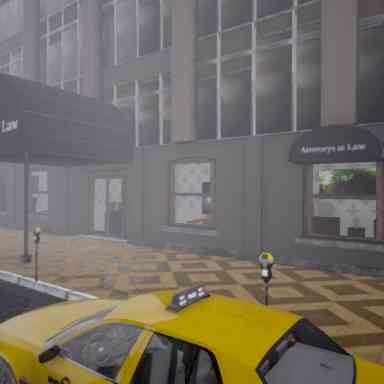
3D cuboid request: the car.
[{"bbox_3d":[-0.239,1.525,3.041,4.829,1.417,1.752,0,0,36],"label":"car"}]
